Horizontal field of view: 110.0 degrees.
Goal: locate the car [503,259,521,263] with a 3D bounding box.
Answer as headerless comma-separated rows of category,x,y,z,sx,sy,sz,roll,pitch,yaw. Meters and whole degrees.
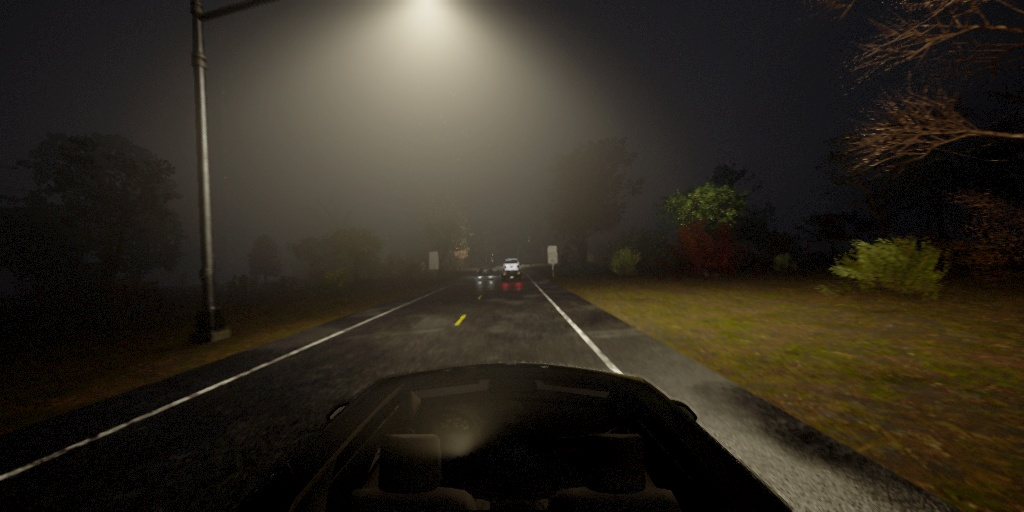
car,-0.011,1.349,45.728,2.150,2.045,5.566,-3,0,0

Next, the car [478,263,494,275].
car,-3.527,1.666,49.141,1.812,1.442,4.674,-3,-1,0

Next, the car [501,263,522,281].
car,-0.011,1.613,33.828,1.895,1.301,4.718,-3,0,0
